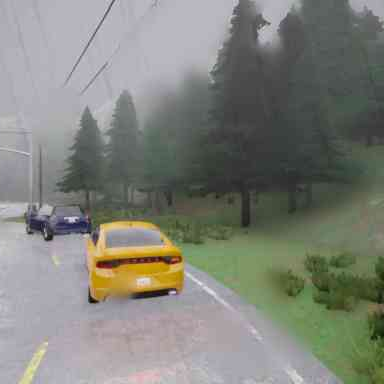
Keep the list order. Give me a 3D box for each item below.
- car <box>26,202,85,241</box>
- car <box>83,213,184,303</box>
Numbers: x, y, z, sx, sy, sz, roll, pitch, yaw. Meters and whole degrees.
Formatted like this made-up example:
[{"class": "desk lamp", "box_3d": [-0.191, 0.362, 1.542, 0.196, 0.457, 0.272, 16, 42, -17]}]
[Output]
[{"class": "car", "box_3d": [-6.928, 1.352, 17.052, 2.097, 1.767, 4.553, 0, 0, -40]}, {"class": "car", "box_3d": [-1.665, 1.478, 8.400, 1.882, 1.535, 5.008, 0, 0, -18]}]
